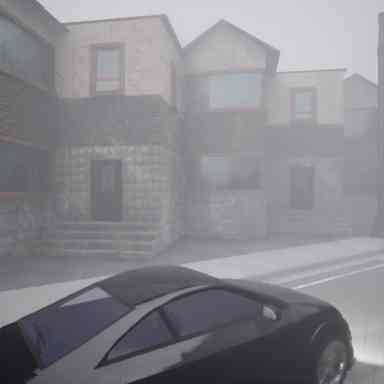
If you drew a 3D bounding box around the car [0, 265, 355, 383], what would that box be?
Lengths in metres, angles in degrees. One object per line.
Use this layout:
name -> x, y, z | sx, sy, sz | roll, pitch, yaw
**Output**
car -> -0.051, 1.564, 3.717 | 4.181, 1.385, 1.994 | 0, 0, -36
